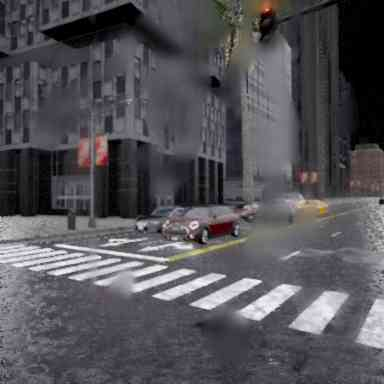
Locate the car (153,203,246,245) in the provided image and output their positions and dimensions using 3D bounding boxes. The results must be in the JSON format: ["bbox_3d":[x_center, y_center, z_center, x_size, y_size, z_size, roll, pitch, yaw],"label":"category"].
[{"bbox_3d":[0.520,1.432,16.294,2.097,1.767,4.553,-1,0,35],"label":"car"}]

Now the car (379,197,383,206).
[{"bbox_3d":[32.883,1.509,56.233,1.882,1.535,5.008,-1,-1,35],"label":"car"}]

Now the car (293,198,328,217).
[{"bbox_3d":[11.663,1.541,32.094,1.882,1.535,5.008,-1,0,35],"label":"car"}]

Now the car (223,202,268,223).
[{"bbox_3d":[4.534,1.634,27.618,1.812,1.442,4.674,-1,0,35],"label":"car"}]

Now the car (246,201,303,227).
[{"bbox_3d":[5.977,1.618,24.038,2.033,1.411,5.357,-1,0,35],"label":"car"}]

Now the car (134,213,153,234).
[{"bbox_3d":[-1.252,1.611,19.400,2.128,1.511,4.902,-1,0,36],"label":"car"}]

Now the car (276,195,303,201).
[{"bbox_3d":[10.637,1.324,36.273,2.150,2.045,5.566,-1,0,35],"label":"car"}]
